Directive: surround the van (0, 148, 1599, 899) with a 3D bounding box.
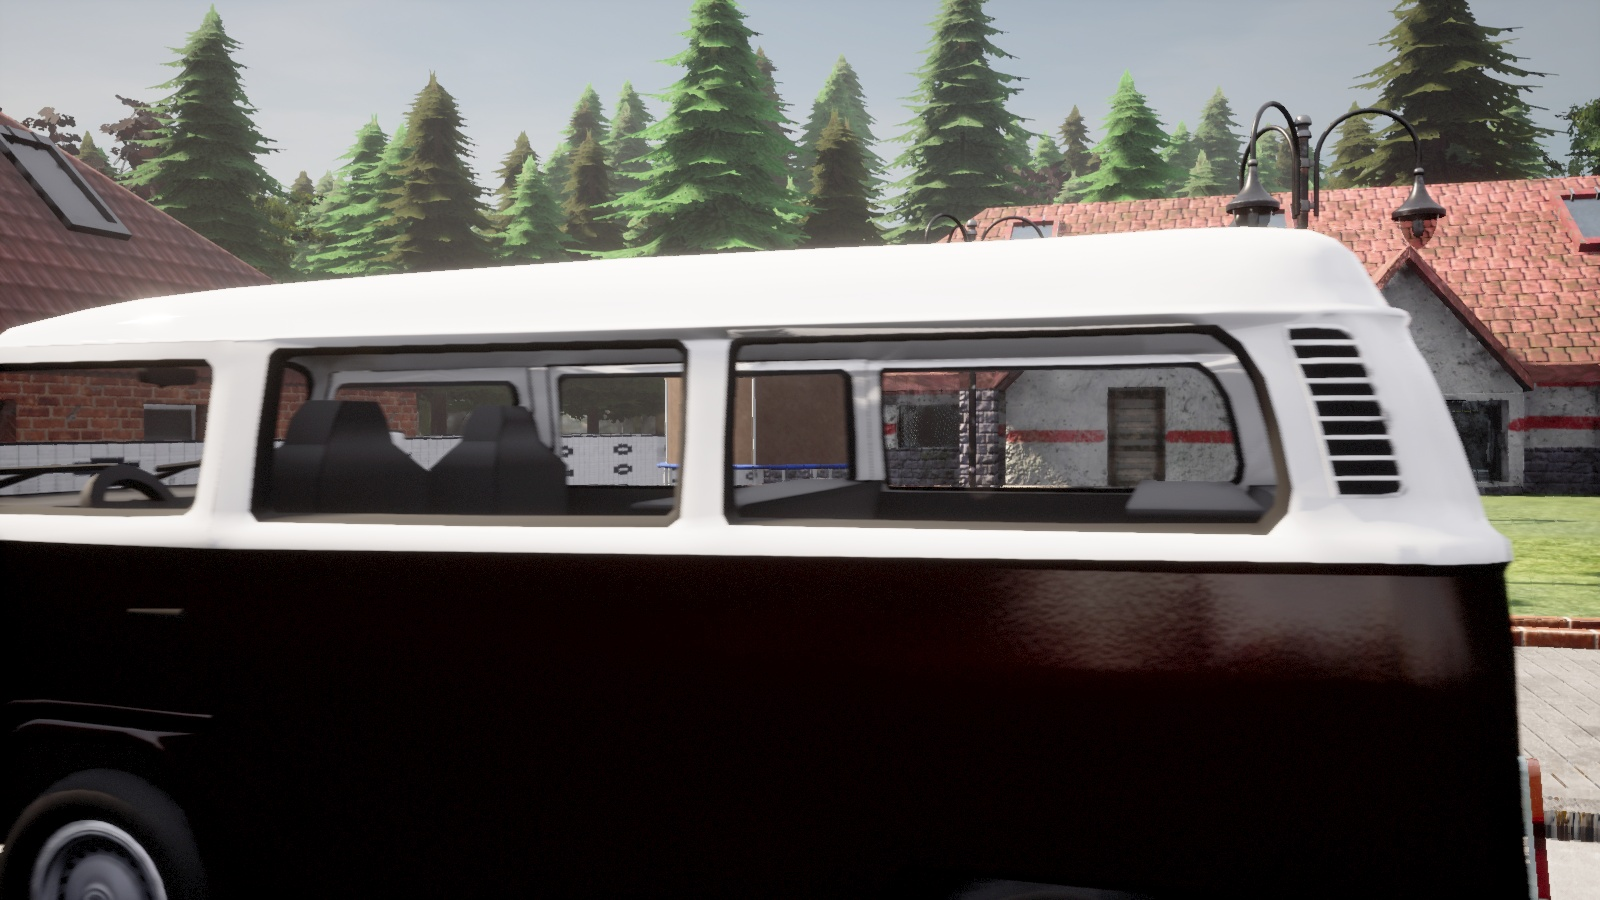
[{"bbox_3d":[-0.533,0.489,3.702,4.480,2.038,2.069,1,1,16],"label":"van"}]
